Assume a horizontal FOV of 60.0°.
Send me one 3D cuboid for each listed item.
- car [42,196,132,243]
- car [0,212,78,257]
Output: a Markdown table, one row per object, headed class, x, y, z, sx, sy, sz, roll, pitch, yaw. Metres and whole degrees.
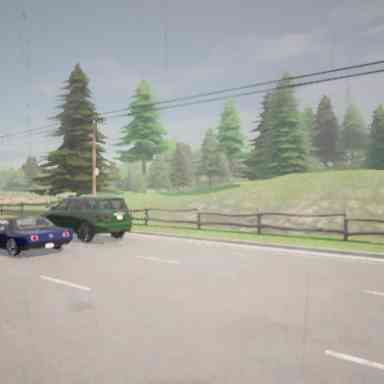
| class | x | y | z | sx | sy | sz | roll | pitch | yaw |
| --- | --- | --- | --- | --- | --- | --- | --- | --- | --- |
| car | -5.418 | 1.241 | 16.432 | 5.566 | 2.045 | 2.150 | 0 | 0 | 36 |
| car | -6.883 | 1.621 | 13.171 | 4.718 | 1.301 | 1.895 | 0 | 0 | 36 |
